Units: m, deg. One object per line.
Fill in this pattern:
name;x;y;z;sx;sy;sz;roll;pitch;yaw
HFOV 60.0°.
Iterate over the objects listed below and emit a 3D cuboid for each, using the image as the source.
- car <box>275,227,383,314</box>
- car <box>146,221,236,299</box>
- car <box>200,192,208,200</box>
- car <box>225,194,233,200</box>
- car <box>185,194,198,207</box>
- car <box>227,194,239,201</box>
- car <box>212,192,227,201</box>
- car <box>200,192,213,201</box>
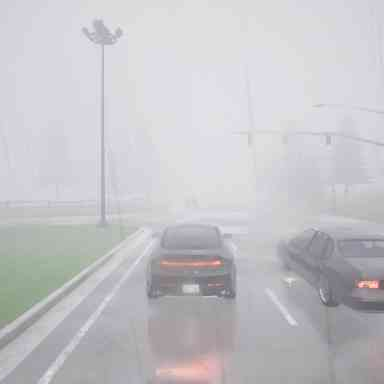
car;3.489;1.547;7.894;2.033;1.411;5.357;0;0;0
car;-0.006;1.505;8.447;1.837;1.490;4.892;0;0;0
car;3.325;1.056;93.029;2.150;2.045;5.566;0;0;0
car;10.325;1.331;93.012;1.837;1.490;4.892;0;0;0
car;-0.098;1.477;51.952;1.882;1.535;5.008;0;0;0
car;10.344;1.346;82.979;2.097;1.767;4.553;0;0;0
car;6.845;1.515;82.586;2.128;1.511;4.902;0;0;0
car;3.344;1.346;82.966;2.097;1.767;4.553;0;0;0
